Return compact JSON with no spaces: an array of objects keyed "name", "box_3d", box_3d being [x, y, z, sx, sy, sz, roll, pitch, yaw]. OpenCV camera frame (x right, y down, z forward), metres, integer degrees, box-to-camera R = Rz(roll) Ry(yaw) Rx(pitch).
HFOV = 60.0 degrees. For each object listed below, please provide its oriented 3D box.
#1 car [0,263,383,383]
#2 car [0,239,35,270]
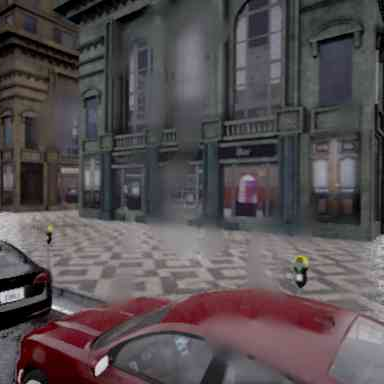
[{"name":"car","box_3d":[0.311,1.536,2.739,4.507,1.381,1.887,1,0,36]},{"name":"car","box_3d":[-4.276,1.515,6.014,4.313,1.339,1.947,1,0,36]}]
